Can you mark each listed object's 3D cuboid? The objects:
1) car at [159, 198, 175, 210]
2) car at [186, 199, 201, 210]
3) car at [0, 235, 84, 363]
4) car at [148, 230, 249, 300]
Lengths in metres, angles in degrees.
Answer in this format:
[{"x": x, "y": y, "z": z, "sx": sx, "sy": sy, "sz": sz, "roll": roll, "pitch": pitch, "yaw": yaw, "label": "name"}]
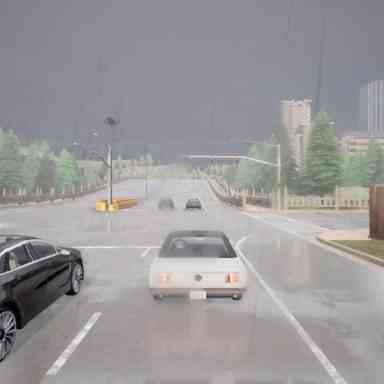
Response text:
[{"x": -3.304, "y": 1.505, "z": 43.729, "sx": 1.837, "sy": 1.490, "sz": 4.892, "roll": 0, "pitch": 0, "yaw": 0, "label": "car"}, {"x": 0.198, "y": 1.564, "z": 43.903, "sx": 1.994, "sy": 1.385, "sz": 4.181, "roll": 0, "pitch": 0, "yaw": 0, "label": "car"}, {"x": -3.387, "y": 1.492, "z": 5.777, "sx": 2.128, "sy": 1.511, "sz": 4.902, "roll": 0, "pitch": 0, "yaw": 0, "label": "car"}, {"x": 0.117, "y": 1.601, "z": 8.311, "sx": 1.895, "sy": 1.301, "sz": 4.718, "roll": 0, "pitch": 0, "yaw": 0, "label": "car"}]
